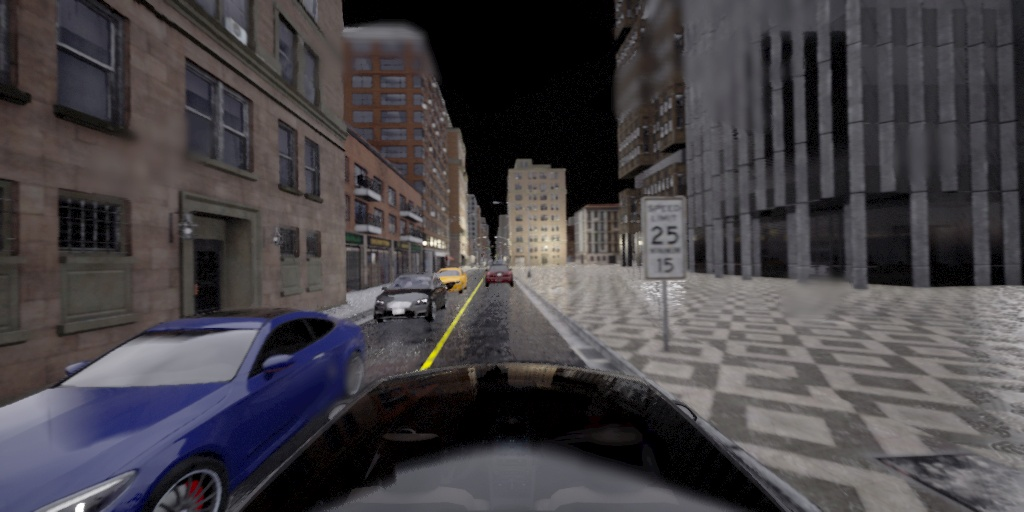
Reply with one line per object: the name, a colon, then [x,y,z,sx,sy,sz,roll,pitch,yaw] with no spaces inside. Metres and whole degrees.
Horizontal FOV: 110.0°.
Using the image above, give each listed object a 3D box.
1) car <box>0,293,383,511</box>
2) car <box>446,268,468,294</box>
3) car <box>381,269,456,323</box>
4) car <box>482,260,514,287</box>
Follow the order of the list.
car: [-3.100,1.357,3.872,1.812,1.442,4.674,-1,-1,-2]
car: [-3.968,1.530,23.209,1.882,1.535,5.008,-1,-1,-3]
car: [-3.520,1.430,13.222,2.128,1.511,4.902,-1,-1,-3]
car: [-1.014,1.403,28.397,2.097,1.767,4.553,-1,-1,-2]
